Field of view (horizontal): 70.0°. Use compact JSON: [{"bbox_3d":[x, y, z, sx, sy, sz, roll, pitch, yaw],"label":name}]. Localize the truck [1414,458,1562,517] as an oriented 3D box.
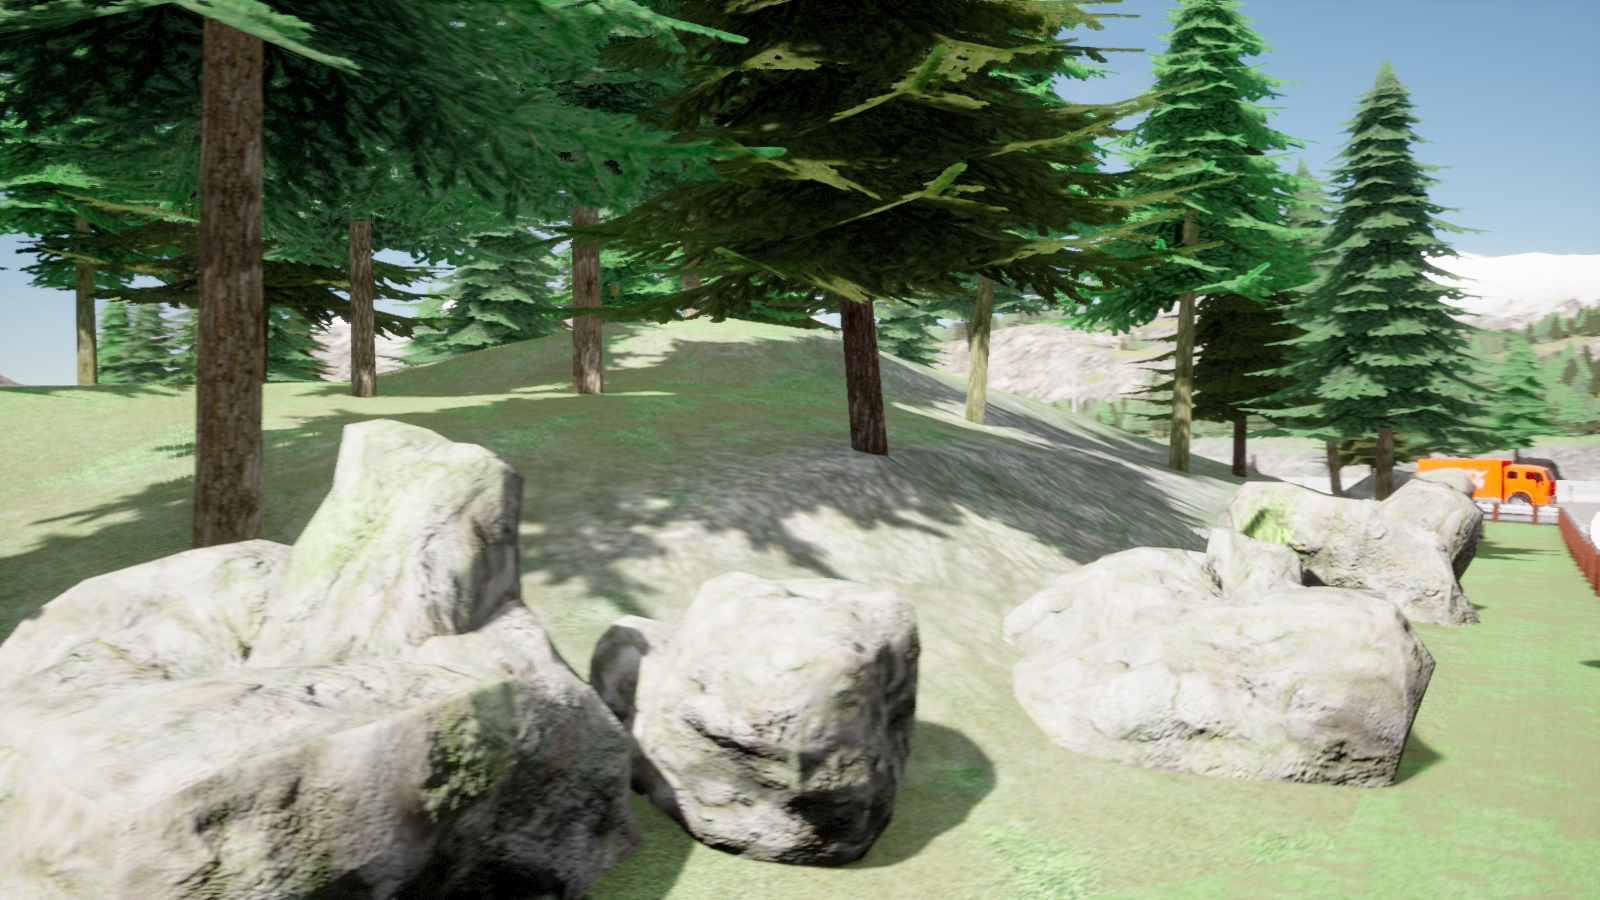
[{"bbox_3d":[30.753,1.622,51.150,5.204,2.467,2.627,0,0,44],"label":"truck"}]
